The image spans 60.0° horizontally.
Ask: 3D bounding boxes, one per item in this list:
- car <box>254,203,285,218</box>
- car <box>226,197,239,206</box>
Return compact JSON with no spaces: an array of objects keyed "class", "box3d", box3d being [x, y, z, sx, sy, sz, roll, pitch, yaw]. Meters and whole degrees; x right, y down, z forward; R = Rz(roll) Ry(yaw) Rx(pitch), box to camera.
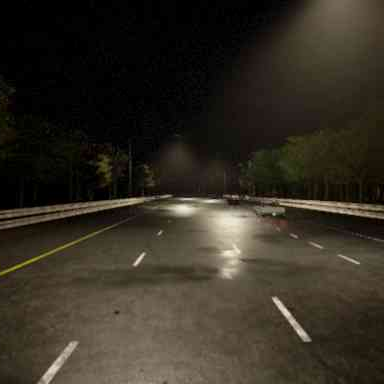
[{"class":"car","box3d":[6.996,1.617,30.462,1.895,1.301,4.718,0,0,0]},{"class":"car","box3d":[7.056,1.544,57.831,2.128,1.511,4.902,0,0,0]}]
